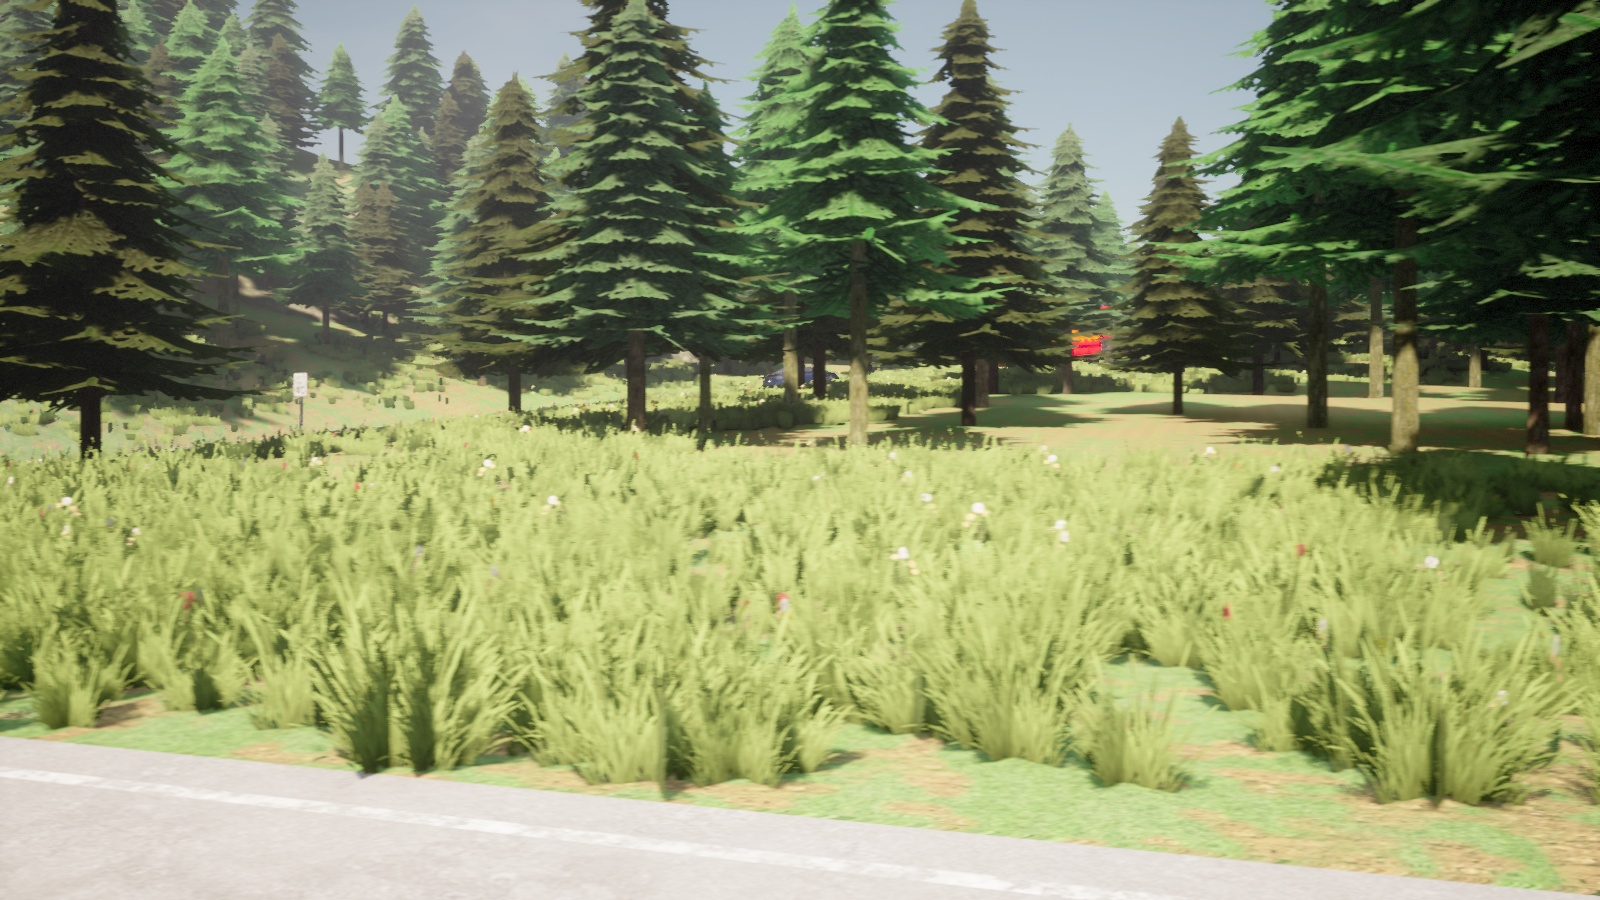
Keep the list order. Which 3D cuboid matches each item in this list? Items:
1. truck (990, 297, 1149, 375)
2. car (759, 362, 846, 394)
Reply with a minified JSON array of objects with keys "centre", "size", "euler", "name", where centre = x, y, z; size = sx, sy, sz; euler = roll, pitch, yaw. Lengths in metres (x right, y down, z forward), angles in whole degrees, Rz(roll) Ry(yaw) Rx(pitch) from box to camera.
[{"centre":[15.719,-6.636,73.421],"size":[8.468,3.827,2.891],"euler":[-5,2,-15],"name":"truck"},{"centre":[0.160,-3.840,67.002],"size":[4.181,1.385,1.994],"euler":[-7,5,-35],"name":"car"}]
